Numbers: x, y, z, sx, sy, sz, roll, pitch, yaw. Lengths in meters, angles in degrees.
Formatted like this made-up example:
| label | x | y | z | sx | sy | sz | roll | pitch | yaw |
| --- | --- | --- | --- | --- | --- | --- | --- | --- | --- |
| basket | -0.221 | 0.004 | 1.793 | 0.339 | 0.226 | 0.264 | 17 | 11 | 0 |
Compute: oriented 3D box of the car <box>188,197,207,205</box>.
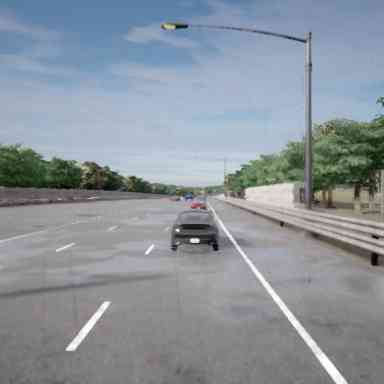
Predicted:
| label | x | y | z | sx | sy | sz | roll | pitch | yaw |
| --- | --- | --- | --- | --- | --- | --- | --- | --- | --- |
| car | 0.746 | 1.576 | 38.126 | 1.812 | 1.442 | 4.674 | 0 | 0 | 2 |

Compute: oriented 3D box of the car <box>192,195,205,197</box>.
| label | x | y | z | sx | sy | sz | roll | pitch | yaw |
| --- | --- | --- | --- | --- | --- | --- | --- | --- | --- |
| car | 1.429 | 1.665 | 60.898 | 1.837 | 1.490 | 4.892 | 0 | 0 | 2 |

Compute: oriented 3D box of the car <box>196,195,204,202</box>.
| label | x | y | z | sx | sy | sz | roll | pitch | yaw |
| --- | --- | --- | --- | --- | --- | --- | --- | --- | --- |
| car | 2.286 | 1.665 | 89.385 | 2.097 | 1.767 | 4.553 | 0 | 0 | 2 |

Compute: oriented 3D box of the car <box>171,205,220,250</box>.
| label | x | y | z | sx | sy | sz | roll | pitch | yaw |
| --- | --- | --- | --- | --- | --- | --- | --- | --- | --- |
| car | 0.142 | 1.507 | 14.415 | 1.837 | 1.490 | 4.892 | 0 | 0 | 1 |

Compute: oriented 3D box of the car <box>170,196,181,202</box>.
| label | x | y | z | sx | sy | sz | roll | pitch | yaw |
| --- | --- | --- | --- | --- | --- | --- | --- | --- | --- |
| car | -4.711 | 1.849 | 89.624 | 1.994 | 1.385 | 4.181 | 0 | 0 | 2 |

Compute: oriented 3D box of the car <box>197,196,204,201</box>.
| label | x | y | z | sx | sy | sz | roll | pitch | yaw |
| --- | --- | --- | --- | --- | --- | --- | --- | --- | --- |
| car | 2.458 | 1.880 | 94.674 | 2.033 | 1.411 | 5.357 | 0 | 0 | 2 |
